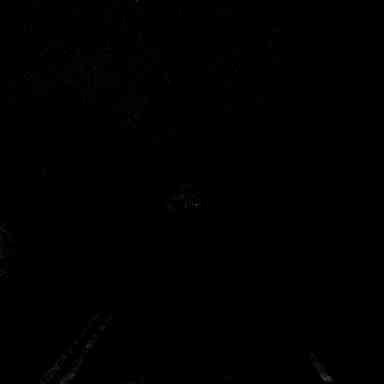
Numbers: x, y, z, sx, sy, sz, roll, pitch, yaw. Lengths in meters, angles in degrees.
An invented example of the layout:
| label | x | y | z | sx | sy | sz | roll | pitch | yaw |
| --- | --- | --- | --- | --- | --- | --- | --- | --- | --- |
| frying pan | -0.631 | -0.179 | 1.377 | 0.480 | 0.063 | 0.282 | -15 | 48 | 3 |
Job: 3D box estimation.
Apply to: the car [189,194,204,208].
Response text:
| label | x | y | z | sx | sy | sz | roll | pitch | yaw |
| --- | --- | --- | --- | --- | --- | --- | --- | --- | --- |
| car | 0.666 | 1.396 | 45.718 | 1.837 | 1.490 | 4.892 | 0 | 0 | 1 |

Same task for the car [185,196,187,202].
| label | x | y | z | sx | sy | sz | roll | pitch | yaw |
| --- | --- | --- | --- | --- | --- | --- | --- | --- | --- |
| car | -2.021 | 1.277 | 68.636 | 1.812 | 1.442 | 4.674 | 0 | 0 | 2 |

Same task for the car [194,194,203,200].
| label | x | y | z | sx | sy | sz | roll | pitch | yaw |
| --- | --- | --- | --- | --- | --- | --- | --- | --- | --- |
| car | 1.623 | 1.205 | 82.019 | 1.994 | 1.385 | 4.181 | 0 | 0 | 2 |

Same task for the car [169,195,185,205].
| label | x | y | z | sx | sy | sz | roll | pitch | yaw |
| --- | --- | --- | --- | --- | --- | --- | --- | --- | --- |
| car | -2.571 | 1.450 | 52.810 | 1.895 | 1.301 | 4.718 | 0 | 0 | 2 |
